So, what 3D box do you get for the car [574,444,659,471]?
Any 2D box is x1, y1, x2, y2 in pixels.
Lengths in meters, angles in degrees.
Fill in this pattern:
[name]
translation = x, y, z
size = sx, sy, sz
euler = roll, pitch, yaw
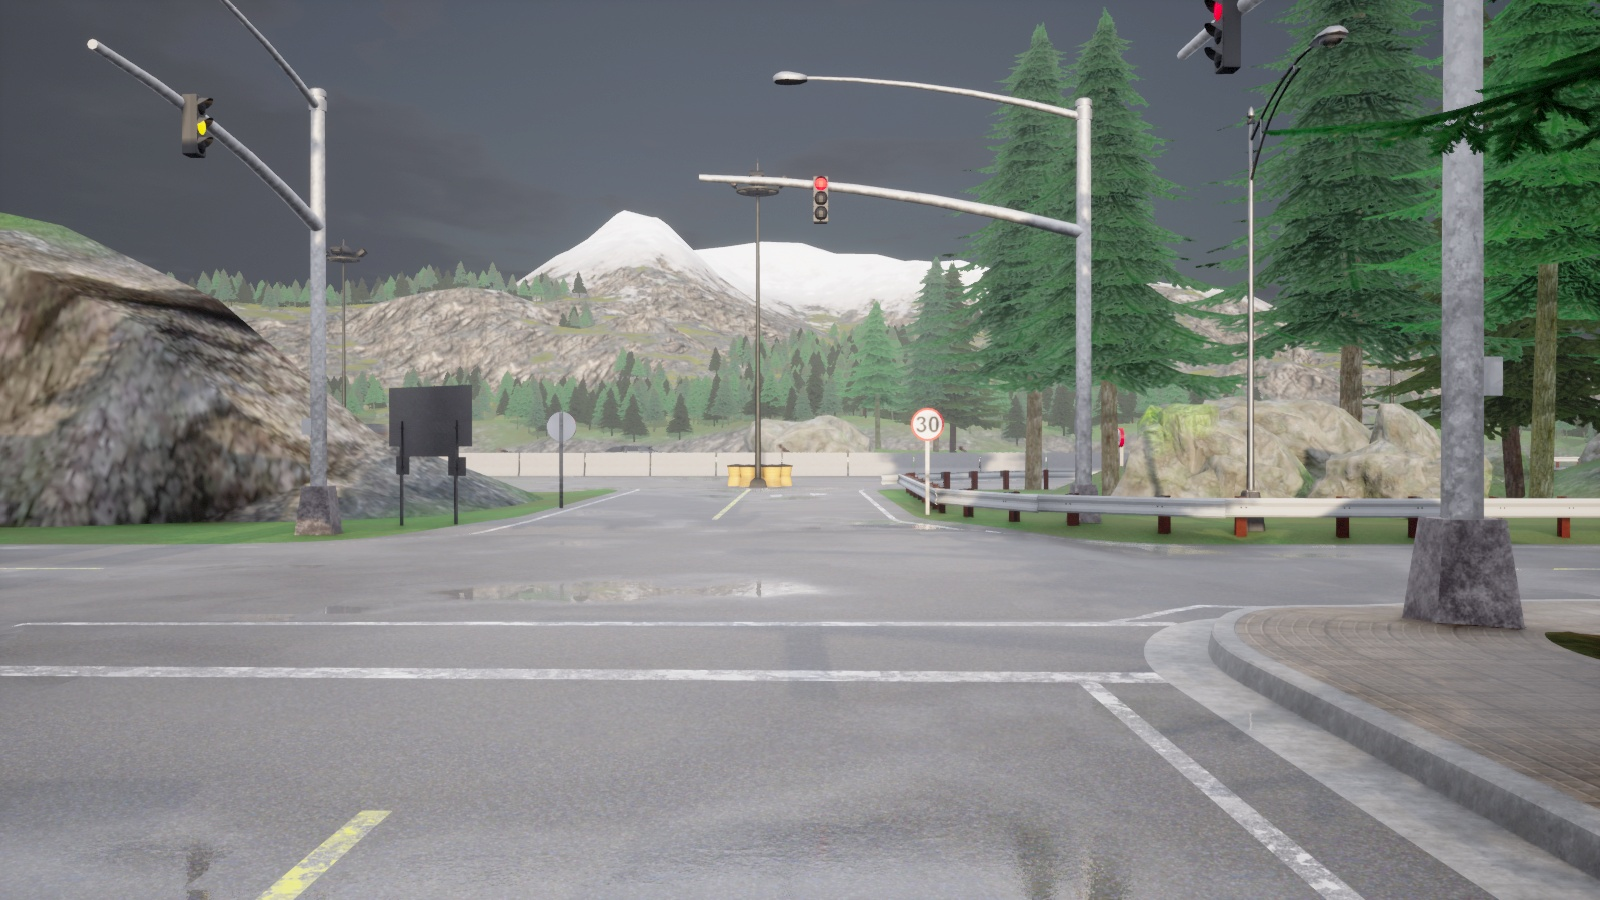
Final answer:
[car]
translation = -11.175, 0.430, 76.761
size = 4.856, 1.649, 2.033
euler = 0, 0, 0
